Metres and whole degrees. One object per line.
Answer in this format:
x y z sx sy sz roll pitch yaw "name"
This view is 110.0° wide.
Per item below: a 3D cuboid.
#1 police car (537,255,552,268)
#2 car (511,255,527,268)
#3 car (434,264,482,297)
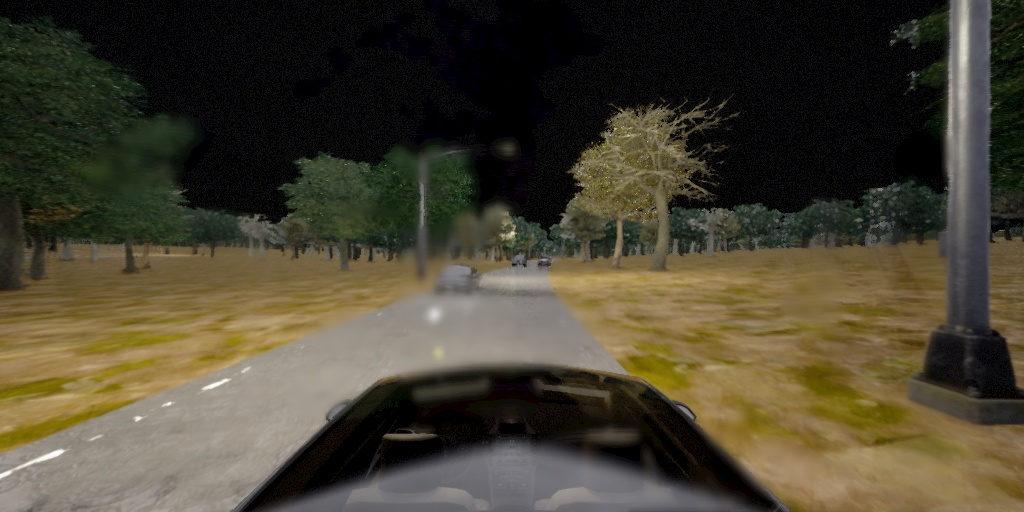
5.190 1.046 58.664 1.930 1.638 5.238 1 0 7 "police car"
1.283 0.819 59.021 2.150 2.045 5.566 1 0 8 "car"
-2.699 1.214 18.788 1.837 1.490 4.892 0 0 3 "car"
